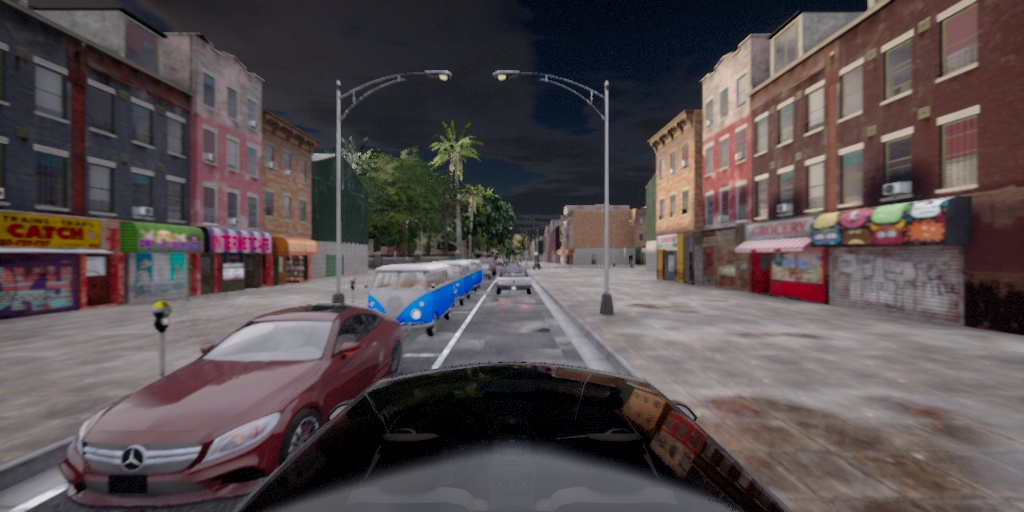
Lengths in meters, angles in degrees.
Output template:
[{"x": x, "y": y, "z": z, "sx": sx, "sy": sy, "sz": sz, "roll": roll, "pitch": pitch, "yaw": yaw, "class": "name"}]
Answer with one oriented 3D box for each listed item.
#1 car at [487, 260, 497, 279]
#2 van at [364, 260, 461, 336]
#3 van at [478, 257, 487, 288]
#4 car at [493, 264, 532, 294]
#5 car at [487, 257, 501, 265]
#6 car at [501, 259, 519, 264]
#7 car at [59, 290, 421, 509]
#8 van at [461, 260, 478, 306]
[{"x": -2.637, "y": 1.296, "z": 31.879, "sx": 2.007, "sy": 1.370, "sz": 4.403, "roll": 0, "pitch": 0, "yaw": 0, "class": "car"}, {"x": -2.637, "y": 1.089, "z": 10.022, "sx": 1.690, "sy": 1.789, "sz": 3.998, "roll": 0, "pitch": 0, "yaw": 0, "class": "van"}, {"x": -2.637, "y": 1.088, "z": 20.951, "sx": 1.690, "sy": 1.789, "sz": 3.998, "roll": 0, "pitch": 0, "yaw": 0, "class": "van"}, {"x": 0.095, "y": 1.348, "z": 20.409, "sx": 1.895, "sy": 1.301, "sz": 4.718, "roll": 0, "pitch": 0, "yaw": 0, "class": "car"}, {"x": -2.637, "y": 1.063, "z": 37.343, "sx": 2.192, "sy": 1.841, "sz": 5.009, "roll": 0, "pitch": 0, "yaw": 0, "class": "car"}, {"x": 0.090, "y": 1.312, "z": 37.493, "sx": 1.994, "sy": 1.385, "sz": 4.181, "roll": 0, "pitch": 0, "yaw": 0, "class": "car"}, {"x": -2.637, "y": 1.332, "z": 4.558, "sx": 1.802, "sy": 1.307, "sz": 4.207, "roll": 0, "pitch": 0, "yaw": 0, "class": "car"}, {"x": -2.637, "y": 1.089, "z": 15.487, "sx": 1.690, "sy": 1.789, "sz": 3.998, "roll": 0, "pitch": 0, "yaw": 0, "class": "van"}]
